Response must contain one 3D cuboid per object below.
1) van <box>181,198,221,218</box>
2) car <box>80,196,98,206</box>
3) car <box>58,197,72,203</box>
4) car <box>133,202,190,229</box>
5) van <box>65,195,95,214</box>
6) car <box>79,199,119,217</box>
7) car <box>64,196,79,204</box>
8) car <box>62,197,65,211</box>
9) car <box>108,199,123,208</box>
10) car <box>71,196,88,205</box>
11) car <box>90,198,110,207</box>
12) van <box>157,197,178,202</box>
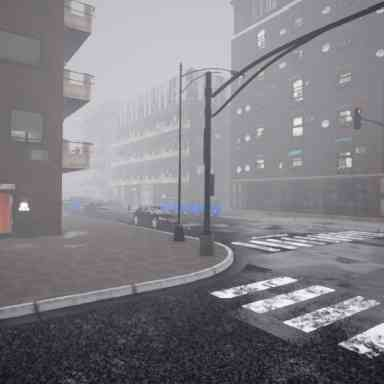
[{"bbox_3d":[0.953,1.439,30.719,1.690,1.788,3.998,1,-1,-35],"label":"van"},{"bbox_3d":[-18.107,1.597,58.349,1.967,1.590,4.097,1,-1,-35],"label":"car"},{"bbox_3d":[-27.637,1.727,72.163,1.887,1.381,4.507,1,-1,-35],"label":"car"},{"bbox_3d":[-2.358,1.539,21.639,2.008,1.369,4.403,1,-1,-35],"label":"car"},{"bbox_3d":[-11.886,1.361,35.455,1.690,1.788,3.998,1,-1,-35],"label":"van"},{"bbox_3d":[-8.712,1.591,30.849,1.802,1.307,4.206,1,-1,-35],"label":"car"},{"bbox_3d":[-24.460,1.614,67.559,1.967,1.590,4.097,1,-1,-35],"label":"car"},{"bbox_3d":[-15.065,1.580,40.059,2.008,1.369,4.403,1,-1,-35],"label":"car"},{"bbox_3d":[-11.755,1.683,49.138,1.887,1.381,4.507,1,-1,-35],"label":"car"},{"bbox_3d":[-21.283,1.605,62.954,1.967,1.590,4.097,1,-1,-35],"label":"car"},{"bbox_3d":[-14.931,1.730,53.742,1.802,1.307,4.206,1,-1,-35],"label":"car"},{"bbox_3d":[-2.224,1.450,35.325,1.690,1.788,3.998,1,-1,-35],"label":"van"}]
